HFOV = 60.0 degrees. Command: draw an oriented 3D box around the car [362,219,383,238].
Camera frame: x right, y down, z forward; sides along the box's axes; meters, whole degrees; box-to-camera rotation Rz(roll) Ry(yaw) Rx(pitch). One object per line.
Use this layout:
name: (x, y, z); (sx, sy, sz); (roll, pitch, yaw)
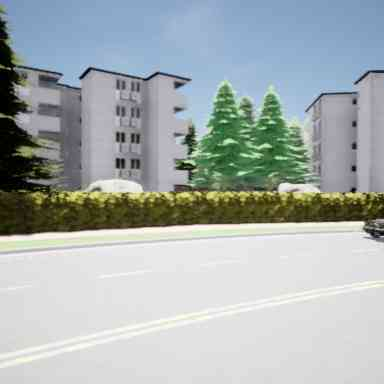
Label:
car: (10.440, 1.558, 15.406); (4.718, 1.301, 1.895); (0, 0, -13)
